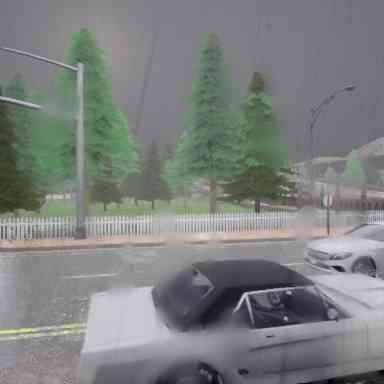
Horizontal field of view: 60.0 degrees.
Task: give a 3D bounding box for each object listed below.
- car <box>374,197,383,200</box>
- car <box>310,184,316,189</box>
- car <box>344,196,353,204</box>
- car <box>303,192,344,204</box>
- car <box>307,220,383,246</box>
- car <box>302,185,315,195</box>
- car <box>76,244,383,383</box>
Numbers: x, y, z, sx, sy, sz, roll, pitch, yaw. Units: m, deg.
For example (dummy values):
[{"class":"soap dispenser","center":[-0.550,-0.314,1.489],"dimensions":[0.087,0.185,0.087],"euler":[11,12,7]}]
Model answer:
[{"class":"car","center":[26.715,1.408,46.189],"dimensions":[1.994,1.385,4.181],"euler":[0,2,-16]},{"class":"car","center":[25.944,-1.239,75.398],"dimensions":[2.128,1.511,4.902],"euler":[0,7,-16]},{"class":"car","center":[22.072,1.195,49.773],"dimensions":[1.994,1.385,4.181],"euler":[0,3,-16]},{"class":"car","center":[18.891,1.216,48.136],"dimensions":[2.033,1.411,5.357],"euler":[0,3,-16]},{"class":"car","center":[5.416,1.526,9.196],"dimensions":[4.674,1.442,1.812],"euler":[0,0,-14]},{"class":"car","center":[21.399,-0.254,65.580],"dimensions":[1.882,1.535,5.008],"euler":[0,7,-15]},{"class":"car","center":[1.062,1.601,4.311],"dimensions":[4.718,1.301,1.895],"euler":[0,0,-14]}]
